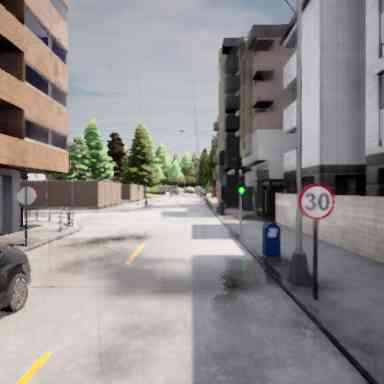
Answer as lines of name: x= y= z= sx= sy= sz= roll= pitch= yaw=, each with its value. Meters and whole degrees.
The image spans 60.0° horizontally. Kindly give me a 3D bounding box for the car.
car: x=-4.093 y=1.492 z=4.862 sx=1.812 sy=1.442 sz=4.674 roll=0 pitch=0 yaw=0
